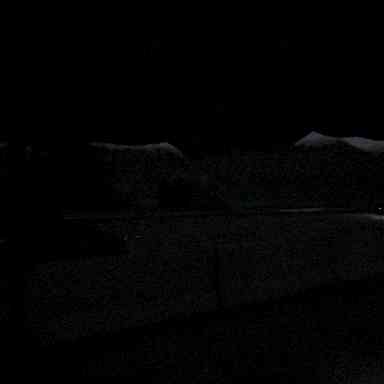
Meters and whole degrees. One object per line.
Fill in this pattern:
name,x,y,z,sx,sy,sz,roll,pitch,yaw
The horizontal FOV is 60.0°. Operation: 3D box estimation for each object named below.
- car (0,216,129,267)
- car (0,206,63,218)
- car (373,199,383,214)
car,-3.966,1.550,9.595,4.181,1.385,1.994,0,0,-34
car,-6.665,1.326,11.965,4.553,1.767,2.097,0,0,-34
car,21.857,1.344,35.119,5.566,2.045,2.150,0,0,-21
